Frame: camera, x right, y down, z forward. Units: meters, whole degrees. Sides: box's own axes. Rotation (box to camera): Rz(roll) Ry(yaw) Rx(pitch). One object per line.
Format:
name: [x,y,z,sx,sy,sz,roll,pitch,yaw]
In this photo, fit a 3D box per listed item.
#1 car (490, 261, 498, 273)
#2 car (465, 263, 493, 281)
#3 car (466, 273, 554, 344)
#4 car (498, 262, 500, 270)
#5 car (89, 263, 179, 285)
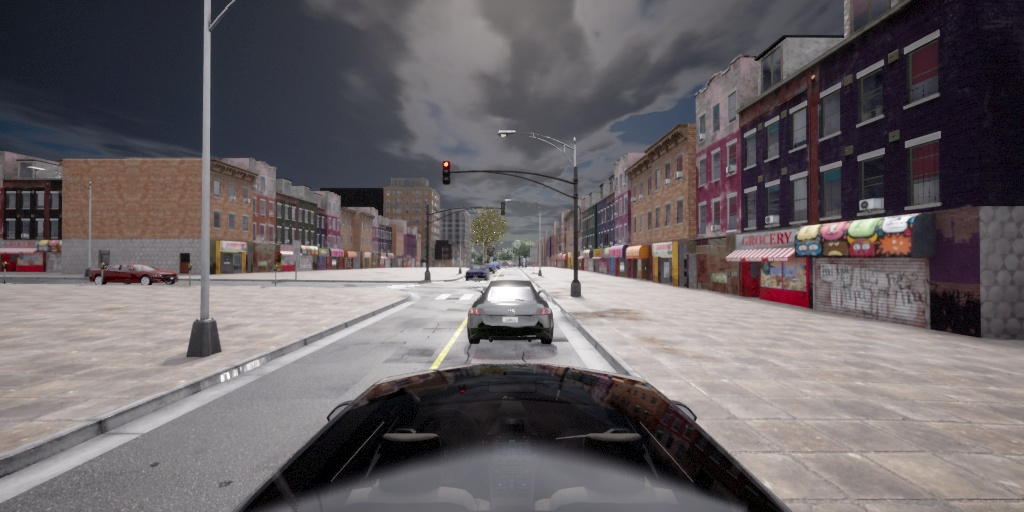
car: [-3.100,1.617,46.028,1.895,1.301,4.718,0,-1,0]
car: [-3.011,1.485,31.651,1.895,1.301,4.718,0,-1,0]
car: [-0.036,1.325,9.612,1.994,1.385,4.181,0,0,0]
car: [-3.148,1.695,64.886,1.882,1.535,5.008,0,-1,0]
car: [-23.352,1.118,22.232,4.507,1.381,1.888,0,0,0]
